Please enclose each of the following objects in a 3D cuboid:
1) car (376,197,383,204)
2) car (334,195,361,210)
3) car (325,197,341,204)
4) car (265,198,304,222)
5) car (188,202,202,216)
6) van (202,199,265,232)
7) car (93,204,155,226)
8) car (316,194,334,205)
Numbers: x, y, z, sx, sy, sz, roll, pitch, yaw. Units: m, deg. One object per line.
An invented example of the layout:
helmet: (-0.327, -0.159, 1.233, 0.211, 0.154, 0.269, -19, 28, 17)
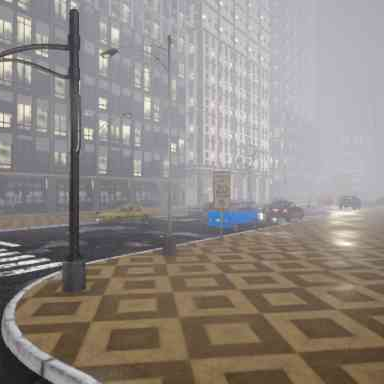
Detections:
car: (38.091, 1.658, 66.582, 1.947, 1.339, 4.313, 0, 0, 38)
car: (21.138, 1.368, 44.528, 2.192, 1.841, 5.009, 0, 0, 38)
car: (28.454, 1.624, 66.975, 2.008, 1.369, 4.403, 0, 0, 38)
car: (7.574, 1.472, 26.883, 1.967, 1.590, 4.097, 0, 0, 38)
car: (1.327, 1.604, 31.687, 1.802, 1.307, 4.206, 0, 0, 38)
van: (2.616, 1.368, 20.251, 1.690, 1.788, 3.998, 0, 0, 38)
car: (-4.776, 1.540, 23.960, 1.752, 1.417, 4.829, 0, 0, 38)
car: (25.064, 1.381, 62.565, 2.192, 1.841, 5.009, 0, 0, 38)
